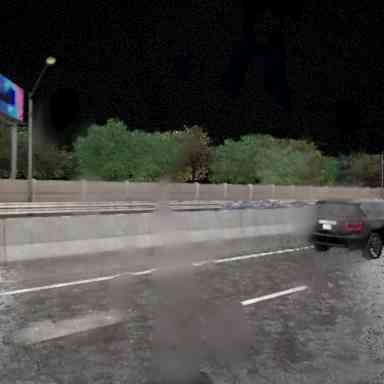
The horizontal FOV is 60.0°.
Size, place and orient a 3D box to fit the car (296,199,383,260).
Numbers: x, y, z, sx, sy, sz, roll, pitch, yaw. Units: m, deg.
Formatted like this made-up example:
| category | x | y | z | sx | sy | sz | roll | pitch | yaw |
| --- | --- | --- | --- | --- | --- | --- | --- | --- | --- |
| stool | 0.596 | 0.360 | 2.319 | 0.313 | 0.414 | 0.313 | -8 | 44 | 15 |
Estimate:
| category | x | y | z | sx | sy | sz | roll | pitch | yaw |
| --- | --- | --- | --- | --- | --- | --- | --- | --- | --- |
| car | 6.788 | 1.278 | 12.885 | 5.566 | 2.045 | 2.150 | 0 | 0 | -35 |

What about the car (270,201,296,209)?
| category | x | y | z | sx | sy | sz | roll | pitch | yaw |
| --- | --- | --- | --- | --- | --- | --- | --- | --- | --- |
| car | 8.838 | 1.712 | 27.368 | 4.181 | 1.385 | 1.994 | 0 | 0 | -35 |

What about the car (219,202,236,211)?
| category | x | y | z | sx | sy | sz | roll | pitch | yaw |
| --- | --- | --- | --- | --- | --- | --- | --- | --- | --- |
| car | 4.773 | 1.654 | 33.067 | 4.674 | 1.442 | 1.812 | 0 | 0 | -35 |

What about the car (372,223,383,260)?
| category | x | y | z | sx | sy | sz | roll | pitch | yaw |
| --- | --- | --- | --- | --- | --- | --- | --- | --- | --- |
| car | 6.824 | 1.570 | 8.626 | 4.674 | 1.442 | 1.812 | 0 | 0 | -36 |

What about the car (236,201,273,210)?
| category | x | y | z | sx | sy | sz | roll | pitch | yaw |
| --- | --- | --- | --- | --- | --- | --- | --- | --- | --- |
| car | 6.804 | 1.605 | 30.216 | 4.902 | 1.511 | 2.128 | 0 | 0 | -35 |
